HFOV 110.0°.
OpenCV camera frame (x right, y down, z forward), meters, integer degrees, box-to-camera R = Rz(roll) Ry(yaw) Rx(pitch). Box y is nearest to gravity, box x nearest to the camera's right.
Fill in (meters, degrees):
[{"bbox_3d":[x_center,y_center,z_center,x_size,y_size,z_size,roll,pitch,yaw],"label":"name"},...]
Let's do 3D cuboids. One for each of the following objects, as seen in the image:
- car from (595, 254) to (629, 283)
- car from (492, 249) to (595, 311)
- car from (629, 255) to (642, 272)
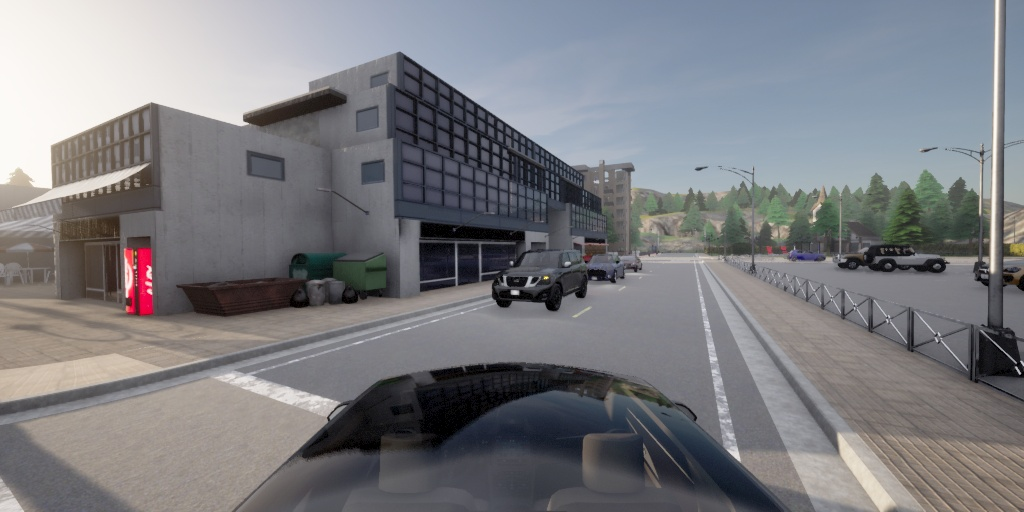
[{"bbox_3d":[5.744,0.659,22.595,2.097,1.767,4.553,0,1,27],"label":"car"},{"bbox_3d":[1.330,0.747,13.804,2.150,2.045,5.566,0,1,27],"label":"car"},{"bbox_3d":[10.340,0.606,31.737,1.812,1.442,4.674,0,1,27],"label":"car"}]
